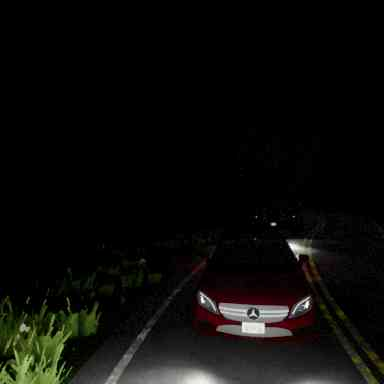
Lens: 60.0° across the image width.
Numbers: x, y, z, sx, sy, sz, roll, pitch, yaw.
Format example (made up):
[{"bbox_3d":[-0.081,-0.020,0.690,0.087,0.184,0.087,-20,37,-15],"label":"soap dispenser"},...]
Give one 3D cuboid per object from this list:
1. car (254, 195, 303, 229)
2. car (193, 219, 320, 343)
[{"bbox_3d":[5.007,1.215,18.849,2.150,2.045,5.566,-2,-1,22],"label":"car"},{"bbox_3d":[1.232,1.534,6.679,1.812,1.442,4.674,-1,0,11],"label":"car"}]
